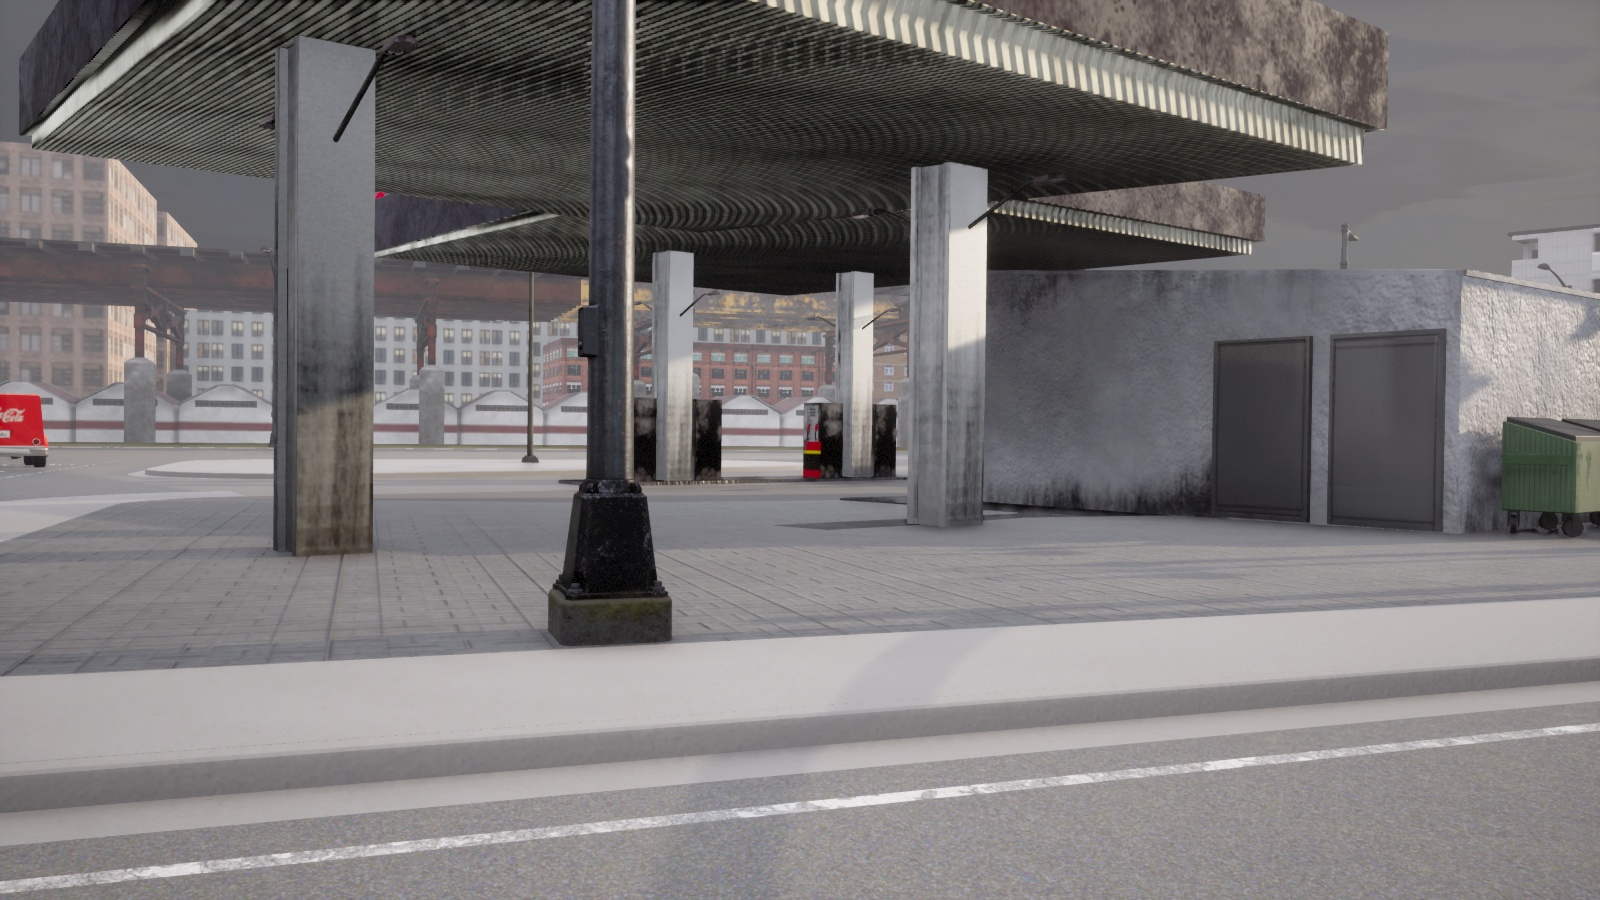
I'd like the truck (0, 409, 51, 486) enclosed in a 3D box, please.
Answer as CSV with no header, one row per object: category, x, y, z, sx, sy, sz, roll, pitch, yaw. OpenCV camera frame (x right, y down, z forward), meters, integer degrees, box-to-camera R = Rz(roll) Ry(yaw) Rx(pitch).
truck,-27.017,-0.088,42.456,2.627,2.467,5.204,-1,1,-34

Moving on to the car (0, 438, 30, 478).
car,-32.061,0.320,49.352,1.789,1.549,3.705,-1,1,-9
